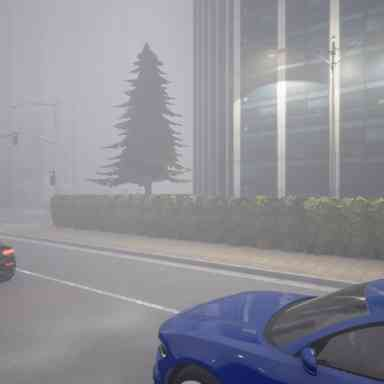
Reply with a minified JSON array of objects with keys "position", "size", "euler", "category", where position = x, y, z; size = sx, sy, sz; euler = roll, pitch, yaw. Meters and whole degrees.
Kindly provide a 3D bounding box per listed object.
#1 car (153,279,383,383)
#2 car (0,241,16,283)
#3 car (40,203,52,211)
[{"position":[1.900,1.478,2.639],"size":[5.008,1.535,1.882],"euler":[0,0,36],"category":"car"},{"position":[-6.228,1.526,8.390],"size":[4.674,1.442,1.812],"euler":[0,0,36],"category":"car"},{"position":[-15.368,1.547,40.054],"size":[2.033,1.411,5.357],"euler":[0,0,36],"category":"car"}]
